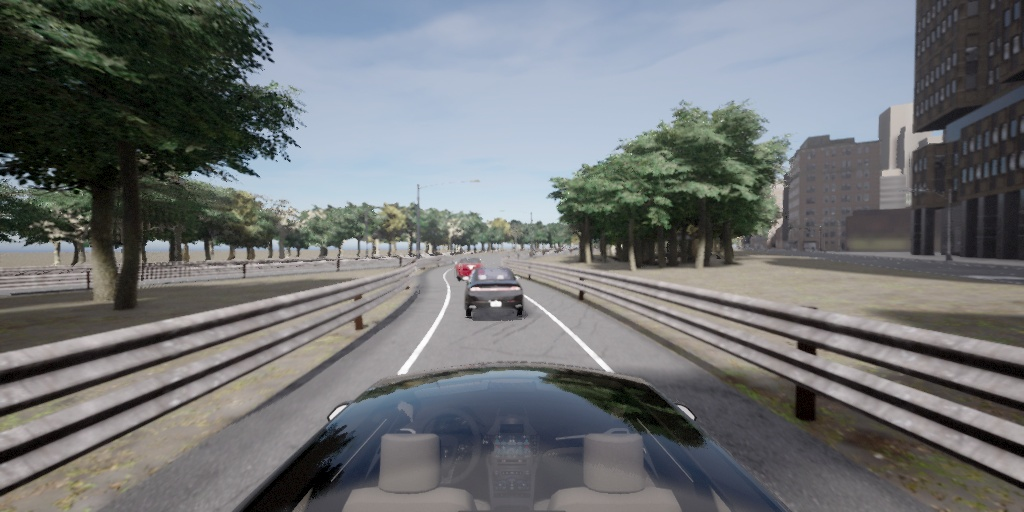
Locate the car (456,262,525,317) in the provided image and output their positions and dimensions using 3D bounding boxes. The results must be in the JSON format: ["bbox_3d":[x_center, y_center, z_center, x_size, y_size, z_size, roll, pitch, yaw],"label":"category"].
[{"bbox_3d":[-0.711,1.144,12.676,2.128,1.511,4.902,0,1,-6],"label":"car"}]

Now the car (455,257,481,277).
[{"bbox_3d":[-3.311,0.849,27.821,2.097,1.767,4.553,-1,1,-11],"label":"car"}]
